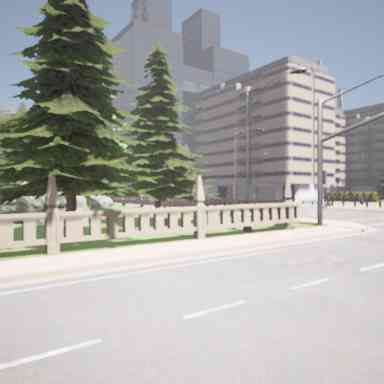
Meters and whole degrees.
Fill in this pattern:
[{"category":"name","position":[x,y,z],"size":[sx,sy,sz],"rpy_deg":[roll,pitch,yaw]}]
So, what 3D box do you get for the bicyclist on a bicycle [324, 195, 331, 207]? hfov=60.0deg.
[{"category":"bicyclist on a bicycle","position":[17.528,1.194,43.080],"size":[1.656,1.620,0.582],"rpy_deg":[0,0,-35]}]
